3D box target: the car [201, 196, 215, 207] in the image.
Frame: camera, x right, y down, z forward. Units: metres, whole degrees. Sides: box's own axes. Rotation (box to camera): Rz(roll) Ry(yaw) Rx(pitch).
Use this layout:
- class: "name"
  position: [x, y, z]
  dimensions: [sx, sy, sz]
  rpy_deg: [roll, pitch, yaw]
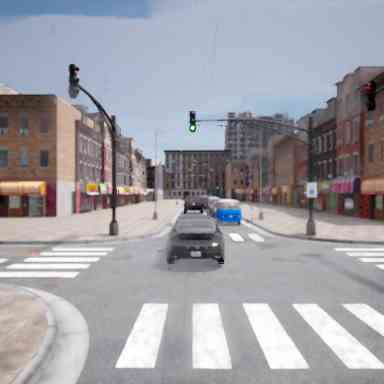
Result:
- class: "car"
  position: [2.756, 1.628, 57.596]
  dimensions: [2.192, 1.841, 5.009]
  rpy_deg: [0, 0, 0]

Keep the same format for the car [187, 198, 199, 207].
- class: "car"
  position: [0.161, 1.867, 58.738]
  dimensions: [2.033, 1.411, 5.357]
  rpy_deg: [0, 0, 1]

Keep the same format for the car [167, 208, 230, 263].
- class: "car"
  position: [0.125, 1.575, 12.194]
  dimensions: [1.837, 1.490, 4.892]
  rpy_deg: [0, 0, 0]

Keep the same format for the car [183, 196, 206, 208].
- class: "car"
  position: [0.180, 1.422, 38.249]
  dimensions: [2.150, 2.045, 5.566]
  rpy_deg: [0, 0, 0]

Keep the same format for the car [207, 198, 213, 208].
- class: "car"
  position: [2.698, 1.596, 30.218]
  dimensions: [1.967, 1.590, 4.097]
  rpy_deg: [0, 0, 0]

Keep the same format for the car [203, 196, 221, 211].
- class: "car"
  position: [2.731, 1.564, 46.643]
  dimensions: [2.192, 1.841, 5.009]
  rpy_deg: [0, 0, 0]

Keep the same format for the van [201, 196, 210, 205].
- class: "van"
  position: [2.779, 1.718, 68.546]
  dimensions: [1.690, 1.788, 3.998]
  rpy_deg: [0, 0, 0]

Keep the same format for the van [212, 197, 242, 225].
- class: "van"
  position: [2.686, 1.468, 24.744]
  dimensions: [1.690, 1.788, 3.998]
  rpy_deg: [0, 0, 0]

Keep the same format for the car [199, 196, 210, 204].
- class: "car"
  position: [2.791, 1.724, 74.021]
  dimensions: [2.192, 1.841, 5.009]
  rpy_deg: [0, 0, 0]

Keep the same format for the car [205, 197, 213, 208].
- class: "car"
  position: [2.710, 1.627, 35.694]
  dimensions: [1.967, 1.590, 4.097]
  rpy_deg: [0, 0, 0]
